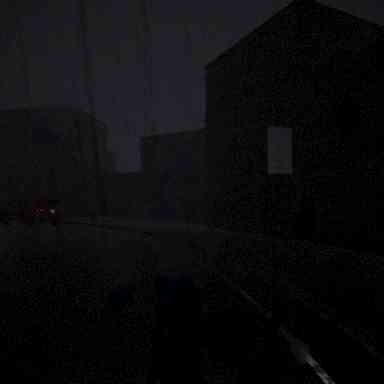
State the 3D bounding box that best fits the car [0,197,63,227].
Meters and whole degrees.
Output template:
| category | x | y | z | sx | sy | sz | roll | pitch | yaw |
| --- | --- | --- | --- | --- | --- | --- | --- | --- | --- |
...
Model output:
| category | x | y | z | sx | sy | sz | roll | pitch | yaw |
| --- | --- | --- | --- | --- | --- | --- | --- | --- | --- |
| car | -11.529 | 1.352 | 23.754 | 5.566 | 2.045 | 2.150 | 0 | -1 | 34 |
